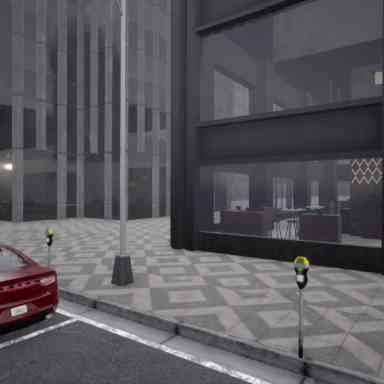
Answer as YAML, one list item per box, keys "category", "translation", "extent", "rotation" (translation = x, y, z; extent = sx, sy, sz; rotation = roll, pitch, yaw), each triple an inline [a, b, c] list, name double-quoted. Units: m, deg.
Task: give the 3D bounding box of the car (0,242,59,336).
- category: "car"
  translation: [-4.265, 1.544, 6.018]
  extent: [4.507, 1.381, 1.887]
  rotation: [0, 0, 36]
